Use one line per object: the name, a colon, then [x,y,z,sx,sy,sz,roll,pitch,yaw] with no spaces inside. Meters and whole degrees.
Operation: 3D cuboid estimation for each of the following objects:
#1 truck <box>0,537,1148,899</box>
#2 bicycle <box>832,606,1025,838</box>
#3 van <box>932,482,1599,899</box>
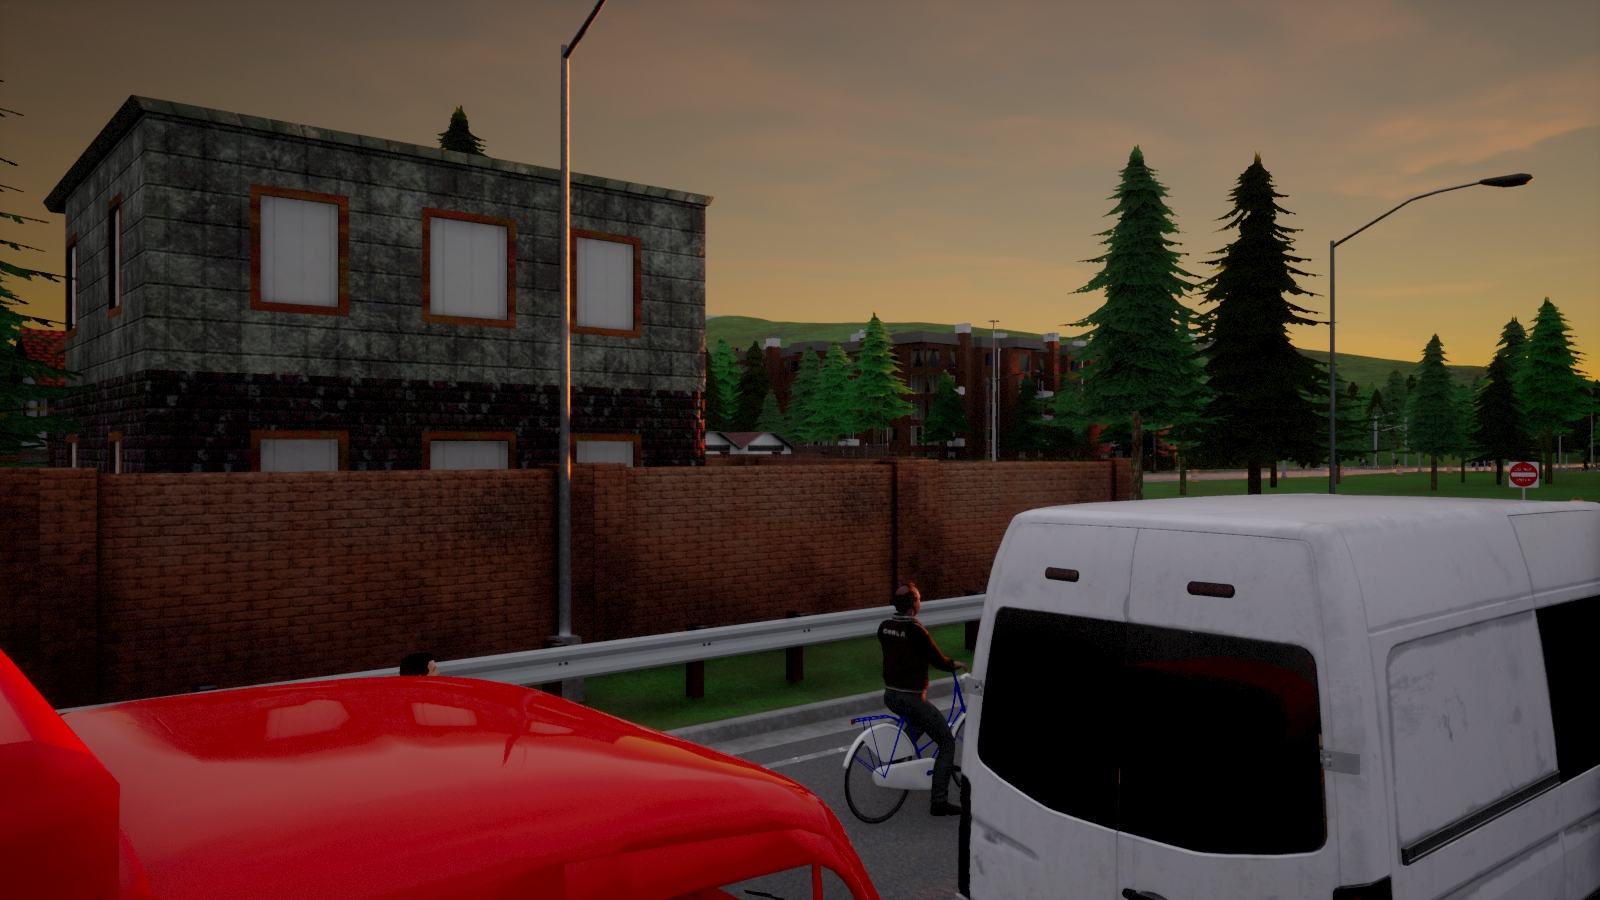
truck: [-2.109,1.568,1.686,5.204,2.467,2.627,0,0,-40]
bicycle: [1.045,2.060,8.955,1.835,1.471,0.329,0,0,-40]
van: [3.509,1.534,6.458,5.915,2.561,1.988,0,0,-40]
